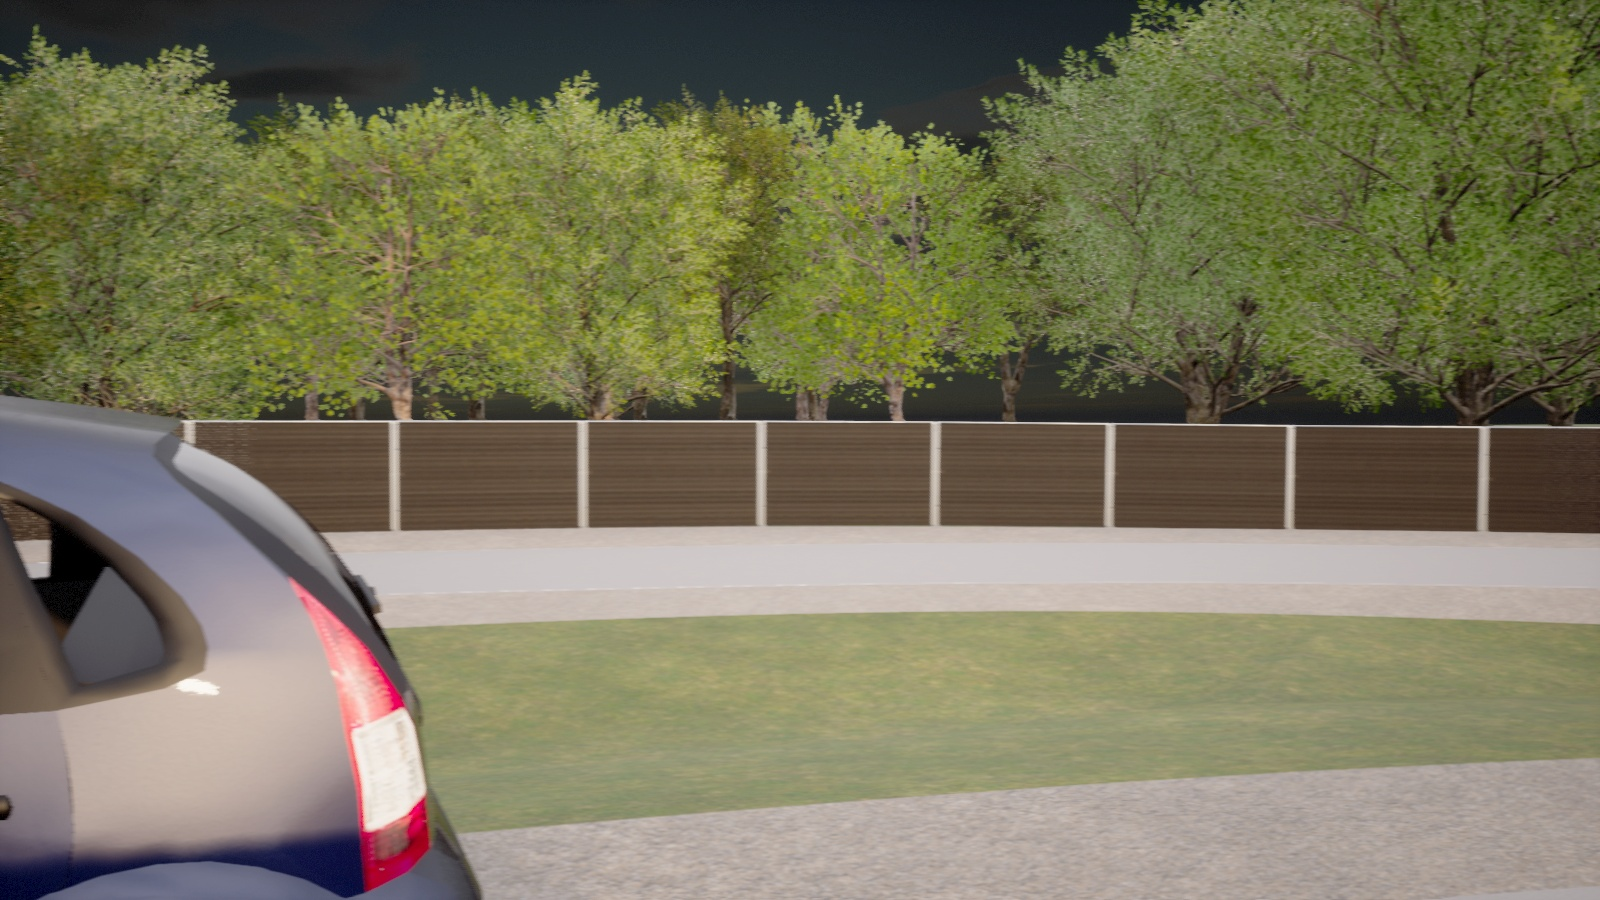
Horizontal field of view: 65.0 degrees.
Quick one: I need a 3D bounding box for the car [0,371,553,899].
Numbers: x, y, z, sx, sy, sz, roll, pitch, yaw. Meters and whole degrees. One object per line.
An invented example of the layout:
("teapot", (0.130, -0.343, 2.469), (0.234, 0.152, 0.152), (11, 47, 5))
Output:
("car", (-2.630, 0.662, 2.191), (3.988, 1.617, 1.851), (-1, 3, -25))
